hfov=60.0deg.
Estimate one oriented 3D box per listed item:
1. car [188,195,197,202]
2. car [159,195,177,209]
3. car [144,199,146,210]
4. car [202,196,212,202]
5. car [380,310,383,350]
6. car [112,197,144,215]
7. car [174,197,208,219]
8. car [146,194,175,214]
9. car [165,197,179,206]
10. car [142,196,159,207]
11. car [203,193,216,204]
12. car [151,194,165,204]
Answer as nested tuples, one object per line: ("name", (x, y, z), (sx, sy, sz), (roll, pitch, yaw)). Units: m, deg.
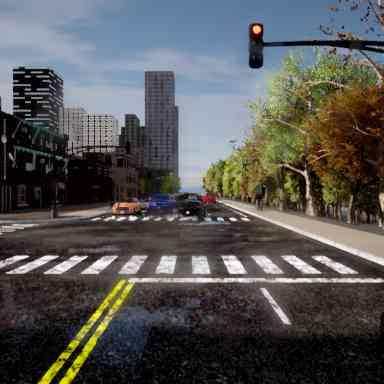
("car", (0.146, 1.505, 75.652), (2.033, 1.411, 5.357), (0, 0, 0))
("car", (-3.241, 1.334, 45.558), (2.097, 1.767, 4.553), (0, 0, 0))
("car", (-6.501, 1.584, 42.703), (1.895, 1.301, 4.718), (0, 0, 0))
("car", (3.400, 1.518, 75.910), (1.994, 1.385, 4.181), (0, 0, 0))
("car", (3.356, 1.491, 2.379), (2.128, 1.511, 4.902), (0, 0, 0))
("car", (-6.557, 1.340, 33.717), (2.097, 1.767, 4.553), (0, 0, 1))
("car", (0.016, 1.468, 28.804), (1.882, 1.535, 5.008), (1, 0, 8))
("car", (-3.269, 1.208, 35.866), (2.150, 2.045, 5.566), (0, 0, 0))
("car", (-3.228, 1.578, 54.899), (1.895, 1.301, 4.718), (0, 0, 0))
("car", (-6.483, 1.470, 52.707), (2.128, 1.511, 4.902), (0, 0, 0))
("car", (3.474, 1.191, 65.329), (2.150, 2.045, 5.566), (0, 0, 1))
("car", (-6.432, 1.325, 62.762), (2.097, 1.767, 4.553), (0, 0, 1))
